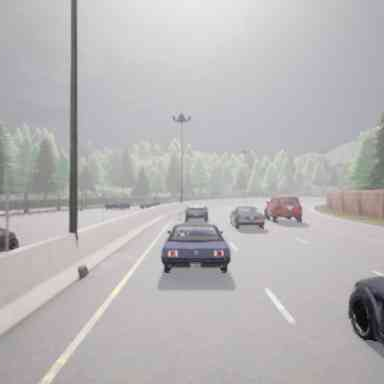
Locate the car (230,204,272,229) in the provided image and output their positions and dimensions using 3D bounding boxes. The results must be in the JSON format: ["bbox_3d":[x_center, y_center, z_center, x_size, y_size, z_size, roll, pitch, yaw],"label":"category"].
[{"bbox_3d":[3.686,1.654,22.706,2.033,1.411,5.357,0,0,1],"label":"car"}]

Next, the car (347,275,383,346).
[{"bbox_3d":[3.597,1.584,3.909,1.994,1.385,4.181,0,0,0],"label":"car"}]

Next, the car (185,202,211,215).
[{"bbox_3d":[0.502,1.622,28.120,2.128,1.511,4.902,0,0,4],"label":"car"}]

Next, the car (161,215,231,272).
[{"bbox_3d":[0.104,1.652,10.954,1.895,1.301,4.718,0,0,0],"label":"car"}]

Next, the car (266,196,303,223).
[{"bbox_3d":[7.420,1.350,27.268,2.150,2.045,5.566,0,0,4],"label":"car"}]
